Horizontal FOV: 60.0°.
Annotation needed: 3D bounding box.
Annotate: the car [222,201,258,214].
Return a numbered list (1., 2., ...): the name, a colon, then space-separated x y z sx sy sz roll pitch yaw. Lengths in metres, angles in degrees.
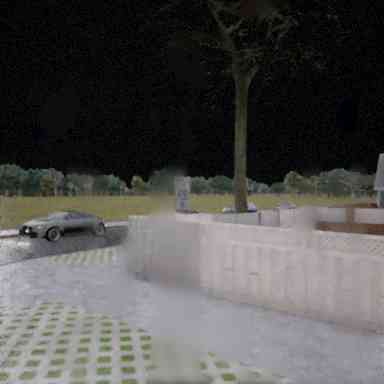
1. car: 4.790 1.708 33.075 2.097 1.767 4.553 1 0 35

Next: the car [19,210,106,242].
1. car: -6.476 1.644 17.024 1.994 1.385 4.181 1 0 35

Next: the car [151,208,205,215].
1. car: -1.012 1.815 24.824 1.895 1.301 4.718 1 0 35

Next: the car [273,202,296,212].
1. car: 12.150 2.025 43.477 2.128 1.511 4.902 1 0 36
